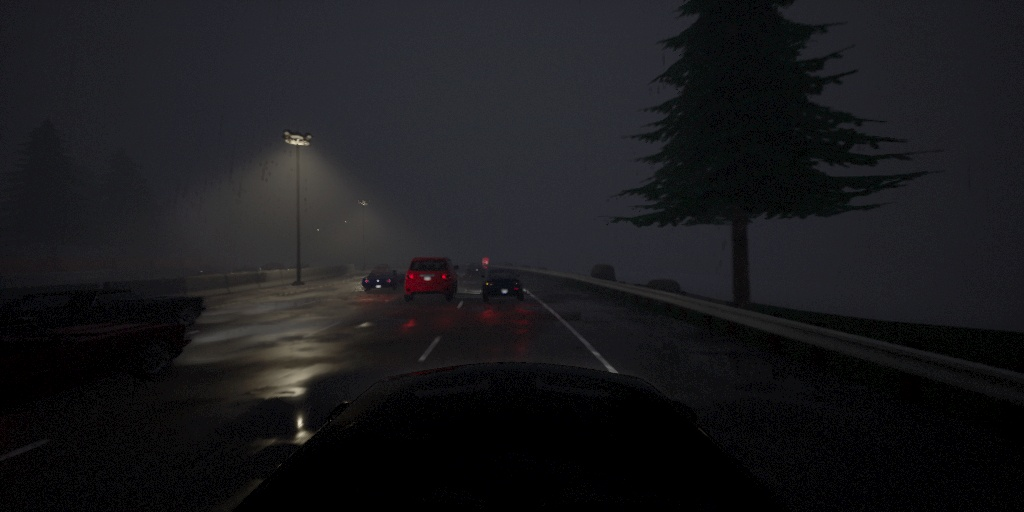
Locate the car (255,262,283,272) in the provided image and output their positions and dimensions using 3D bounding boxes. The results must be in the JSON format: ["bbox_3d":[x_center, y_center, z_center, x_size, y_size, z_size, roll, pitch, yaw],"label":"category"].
[{"bbox_3d":[-31.336,1.614,47.083,2.097,1.767,4.553,-1,0,-16],"label":"car"}]

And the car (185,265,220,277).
[{"bbox_3d":[-37.633,1.850,43.749,1.812,1.442,4.674,-1,0,-16],"label":"car"}]

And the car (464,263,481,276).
[{"bbox_3d":[-4.326,1.493,41.443,1.994,1.385,4.181,-1,0,-13],"label":"car"}]

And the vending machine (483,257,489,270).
[{"bbox_3d":[-4.342,1.184,59.842,1.100,2.100,0.880,0,0,-19],"label":"vending machine"}]

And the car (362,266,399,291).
[{"bbox_3d":[-8.133,1.516,23.304,1.895,1.301,4.718,-1,0,-7],"label":"car"}]

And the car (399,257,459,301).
[{"bbox_3d":[-3.967,1.072,18.215,2.150,2.045,5.566,0,0,-6],"label":"car"}]

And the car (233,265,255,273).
[{"bbox_3d":[-35.170,1.910,47.704,1.895,1.301,4.718,-1,0,-17],"label":"car"}]

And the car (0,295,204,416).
[{"bbox_3d":[-6.885,1.440,4.516,1.895,1.301,4.718,-1,0,-1],"label":"car"}]

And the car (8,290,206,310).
[{"bbox_3d":[-10.463,1.497,9.068,1.895,1.301,4.718,-1,0,-2],"label":"car"}]

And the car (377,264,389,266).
[{"bbox_3d":[-15.471,1.628,42.932,1.994,1.385,4.181,0,0,-15],"label":"car"}]

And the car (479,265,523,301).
[{"bbox_3d":[-0.558,1.334,17.751,1.812,1.442,4.674,0,0,-6],"label":"car"}]

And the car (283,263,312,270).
[{"bbox_3d":[-27.691,1.710,47.108,2.128,1.511,4.902,-1,0,-16],"label":"car"}]
